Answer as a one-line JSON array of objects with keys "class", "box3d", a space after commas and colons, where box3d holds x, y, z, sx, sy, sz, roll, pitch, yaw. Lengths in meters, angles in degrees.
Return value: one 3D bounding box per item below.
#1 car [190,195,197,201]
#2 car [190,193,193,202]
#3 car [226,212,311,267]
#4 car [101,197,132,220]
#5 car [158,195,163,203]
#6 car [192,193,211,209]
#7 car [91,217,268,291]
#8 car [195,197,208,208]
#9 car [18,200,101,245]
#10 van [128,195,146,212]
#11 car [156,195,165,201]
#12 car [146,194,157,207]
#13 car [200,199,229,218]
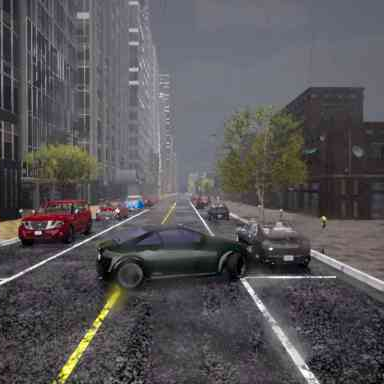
[{"class": "car", "box3d": [0.380, 1.551, 88.614, 1.802, 1.307, 4.206, -1, 0, -1]}, {"class": "car", "box3d": [0.813, 1.291, 72.017, 2.192, 1.841, 5.009, -1, 0, -1]}, {"class": "car", "box3d": [2.549, 1.548, 11.161, 2.008, 1.369, 4.403, -1, 0, -1]}, {"class": "car", "box3d": [-6.390, 1.432, 26.816, 1.967, 1.590, 4.097, -1, 0, -1]}, {"class": "car", "box3d": [-7.416, 1.522, 66.274, 1.887, 1.381, 4.507, -1, 0, -1]}, {"class": "car", "box3d": [1.541, 1.301, 44.353, 2.192, 1.841, 5.009, -1, 0, -1]}, {"class": "car", "box3d": [-0.392, 1.557, 8.878, 4.181, 1.385, 1.994, 0, 0, -20]}, {"class": "car", "box3d": [1.395, 1.509, 50.056, 1.752, 1.417, 4.829, -1, 0, -1]}, {"class": "car", "box3d": [-6.190, 1.310, 15.748, 2.192, 1.841, 5.009, -1, 0, -1]}, {"class": "van", "box3d": [-6.690, 1.329, 38.610, 1.690, 1.788, 3.998, -1, 0, -1]}, {"class": "car", "box3d": [-7.849, 1.497, 82.703, 1.752, 1.417, 4.829, -1, 0, -1]}, {"class": "car", "box3d": [-6.982, 1.299, 49.675, 2.192, 1.841, 5.009, -1, 0, -1]}, {"class": "car", "box3d": [2.013, 1.543, 27.021, 2.008, 1.369, 4.403, -1, 0, -1]}]
